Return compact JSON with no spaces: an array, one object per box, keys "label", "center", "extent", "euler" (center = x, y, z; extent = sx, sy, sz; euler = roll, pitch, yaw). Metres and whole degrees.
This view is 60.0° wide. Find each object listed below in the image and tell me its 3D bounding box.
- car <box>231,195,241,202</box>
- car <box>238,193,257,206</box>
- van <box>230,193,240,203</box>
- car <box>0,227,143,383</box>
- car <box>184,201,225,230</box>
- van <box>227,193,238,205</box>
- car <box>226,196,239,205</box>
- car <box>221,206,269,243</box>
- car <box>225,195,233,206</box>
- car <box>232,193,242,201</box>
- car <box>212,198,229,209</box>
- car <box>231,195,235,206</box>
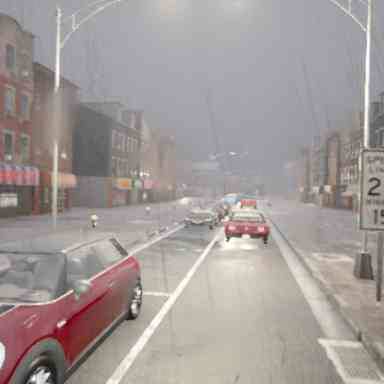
[{"label":"car","center":[9.816,1.429,74.011],"extent":[1.887,1.381,4.507],"euler":[1,0,10]},{"label":"car","center":[7.724,1.309,45.501],"extent":[2.097,1.767,4.553],"euler":[1,0,10]},{"label":"van","center":[8.904,1.225,68.654],"extent":[1.690,1.788,3.998],"euler":[1,0,10]},{"label":"car","center":[-2.093,1.368,4.381],"extent":[1.967,1.590,4.097],"euler":[1,0,10]},{"label":"car","center":[0.654,1.461,20.450],"extent":[2.008,1.369,4.403],"euler":[1,0,10]},{"label":"van","center":[6.155,1.229,52.586],"extent":[1.690,1.788,3.998],"euler":[1,0,10]},{"label":"car","center":[7.067,1.452,57.942],"extent":[1.947,1.339,4.313],"euler":[1,0,10]},{"label":"car","center":[2.680,1.580,16.177],"extent":[1.895,1.301,4.718],"euler":[1,0,10]},{"label":"car","center":[2.488,1.340,31.161],"extent":[1.967,1.590,4.097],"euler":[1,0,10]},{"label":"car","center":[10.736,1.200,79.366],"extent":[2.192,1.841,5.009],"euler":[1,0,10]},{"label":"car","center":[1.570,1.449,25.805],"extent":[1.887,1.381,4.507],"euler":[1,0,10]},{"label":"car","center":[3.374,1.422,36.351],"extent":[1.752,1.417,4.829],"euler":[1,0,10]}]
